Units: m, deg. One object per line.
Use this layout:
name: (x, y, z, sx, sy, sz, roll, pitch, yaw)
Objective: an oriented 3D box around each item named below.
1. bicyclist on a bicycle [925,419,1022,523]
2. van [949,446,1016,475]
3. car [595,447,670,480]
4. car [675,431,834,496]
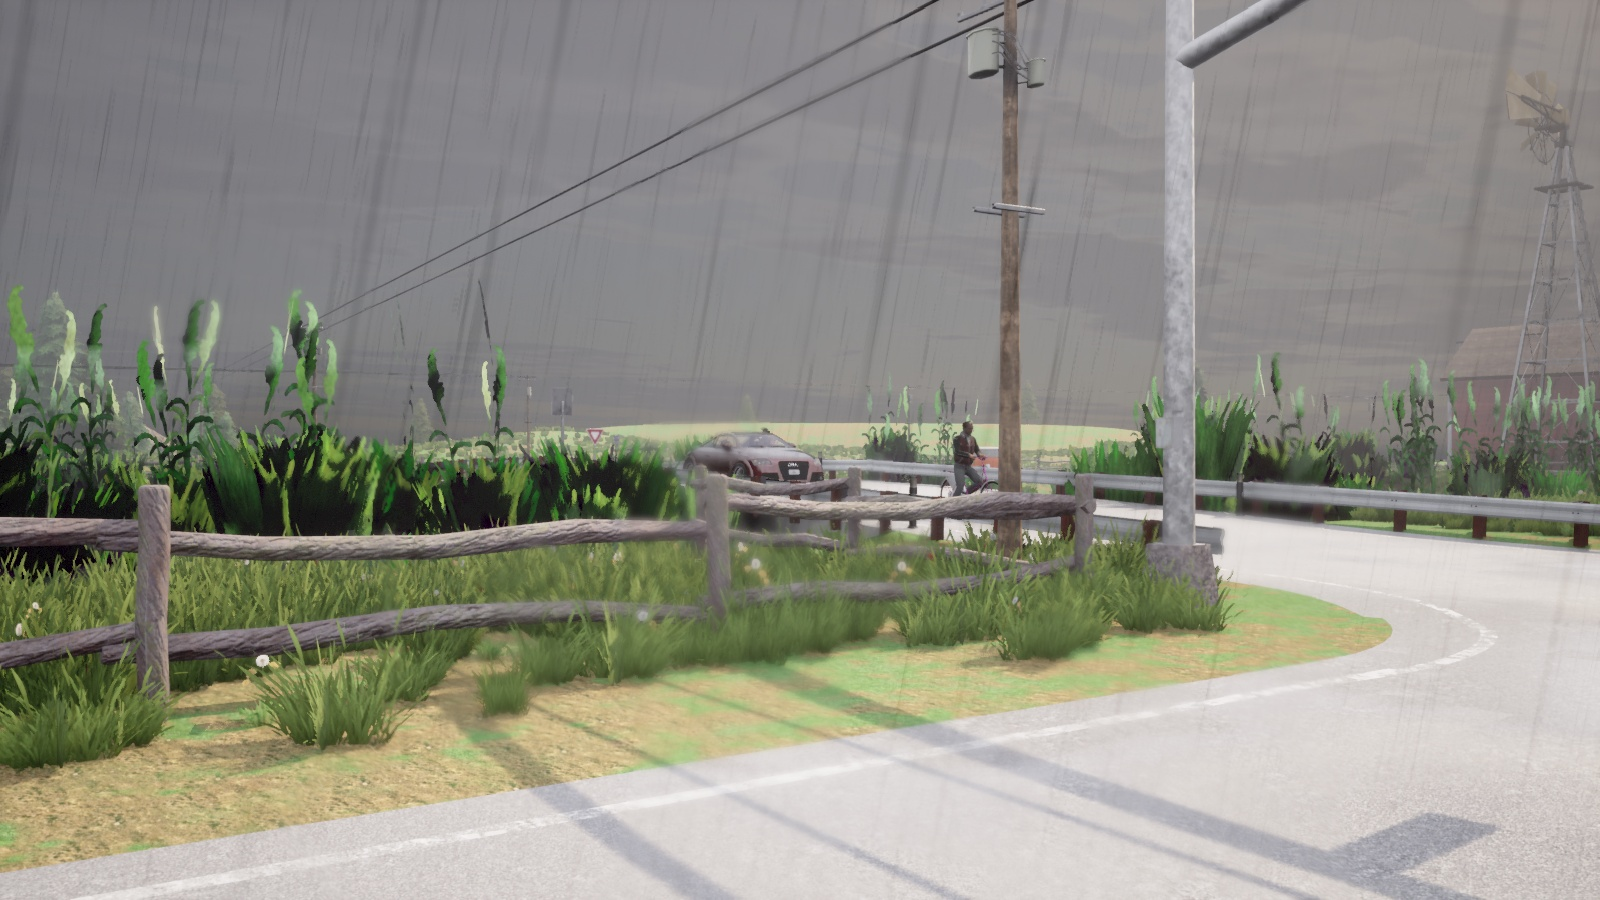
bicyclist on a bicycle: (3.128, 0.348, 22.816, 0.659, 1.776, 1.843, 0, 2, -32)
van: (12.550, 0.717, 86.212, 4.442, 1.987, 1.775, 0, 0, -32)
car: (-9.651, 0.773, 72.341, 3.866, 1.878, 1.905, 0, 0, -32)
car: (-1.154, 0.274, 29.756, 1.994, 1.385, 4.181, 0, 1, -31)
